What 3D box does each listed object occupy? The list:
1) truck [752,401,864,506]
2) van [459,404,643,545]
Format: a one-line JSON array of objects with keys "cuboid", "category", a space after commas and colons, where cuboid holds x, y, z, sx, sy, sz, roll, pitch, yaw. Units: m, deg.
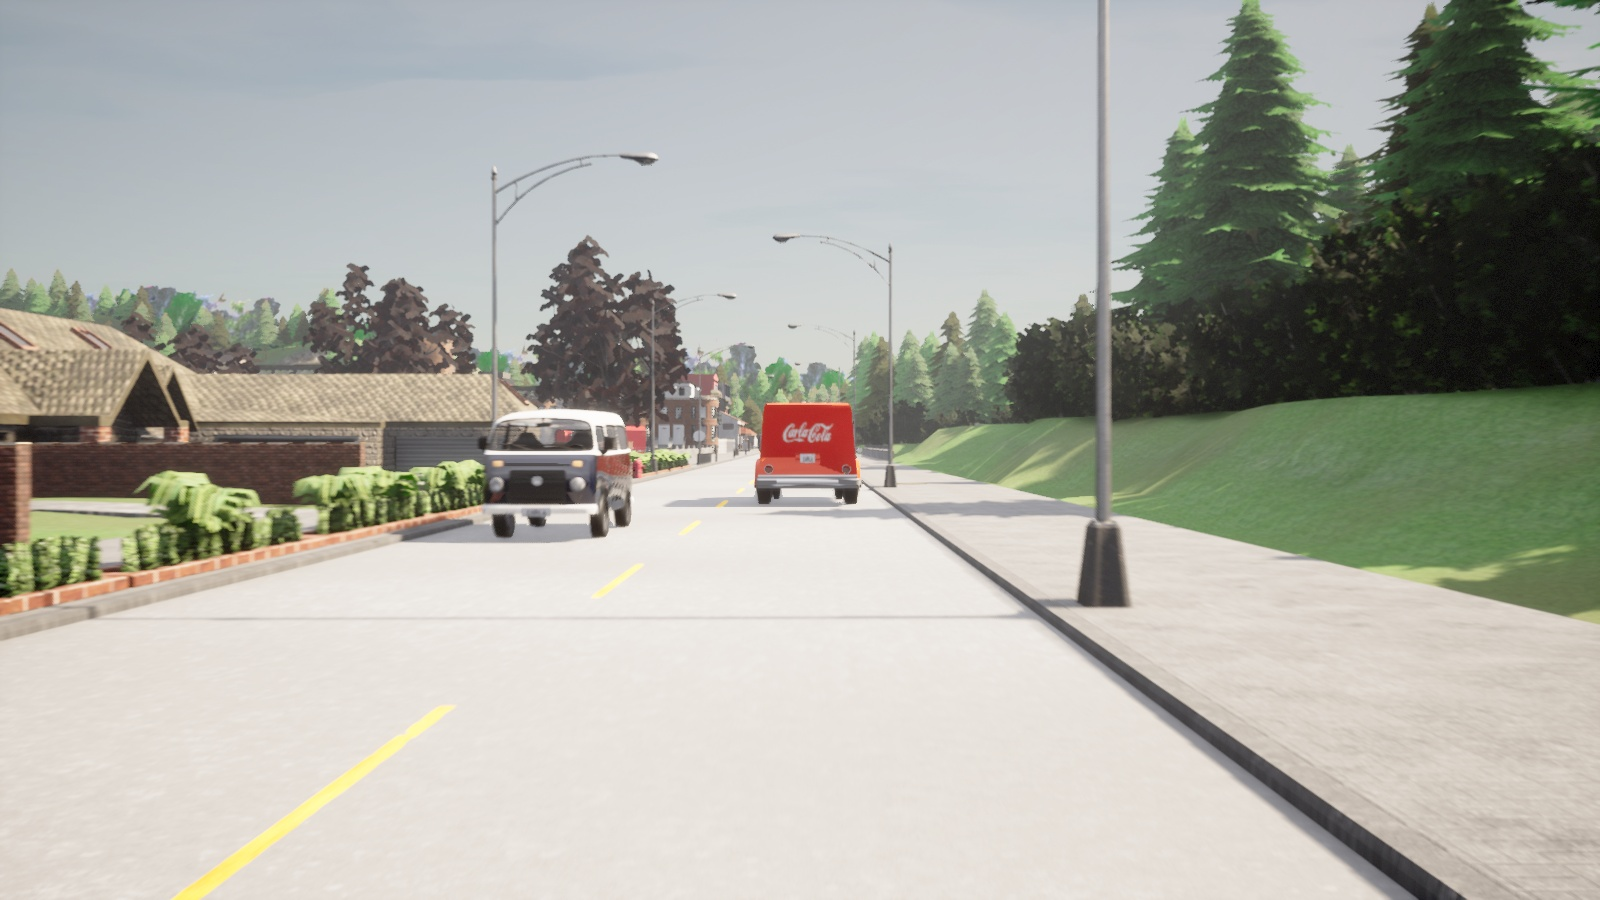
[{"cuboid": [0.196, 0.060, 32.002, 2.627, 2.467, 5.204, 0, 1, 0], "category": "truck"}, {"cuboid": [-3.869, 0.338, 20.367, 2.069, 2.038, 4.480, 0, 0, 0], "category": "van"}]
